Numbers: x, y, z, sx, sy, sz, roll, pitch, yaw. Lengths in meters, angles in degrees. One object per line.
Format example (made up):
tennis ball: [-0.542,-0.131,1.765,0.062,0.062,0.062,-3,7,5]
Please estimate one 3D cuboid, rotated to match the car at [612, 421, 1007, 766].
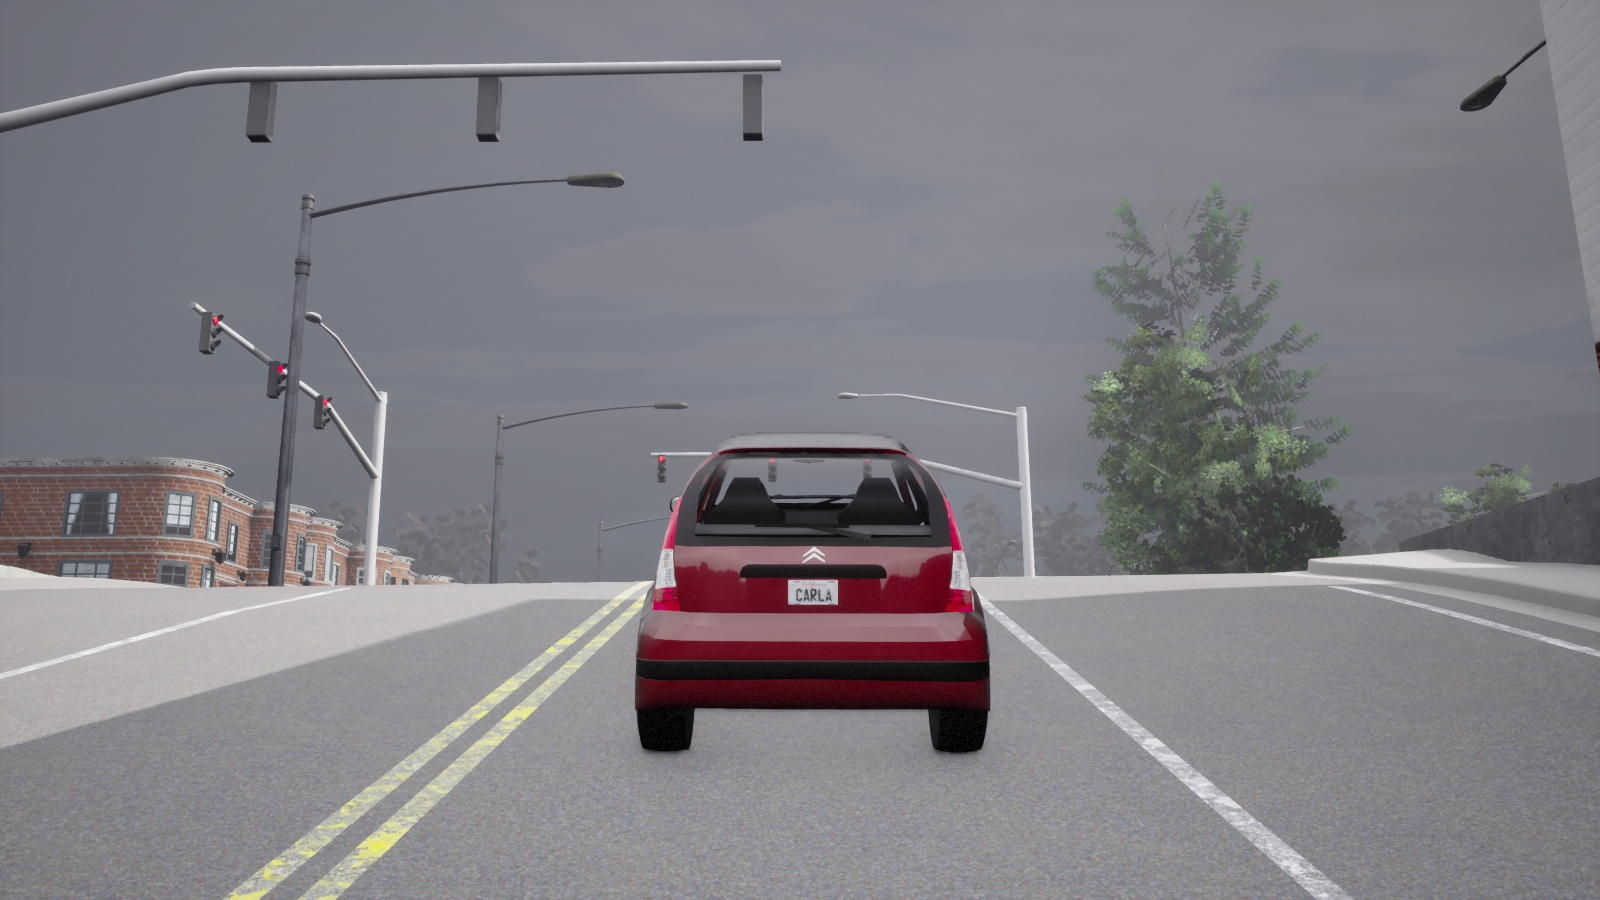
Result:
car: [0.050,0.677,7.903,1.851,1.617,3.988,0,0,0]
